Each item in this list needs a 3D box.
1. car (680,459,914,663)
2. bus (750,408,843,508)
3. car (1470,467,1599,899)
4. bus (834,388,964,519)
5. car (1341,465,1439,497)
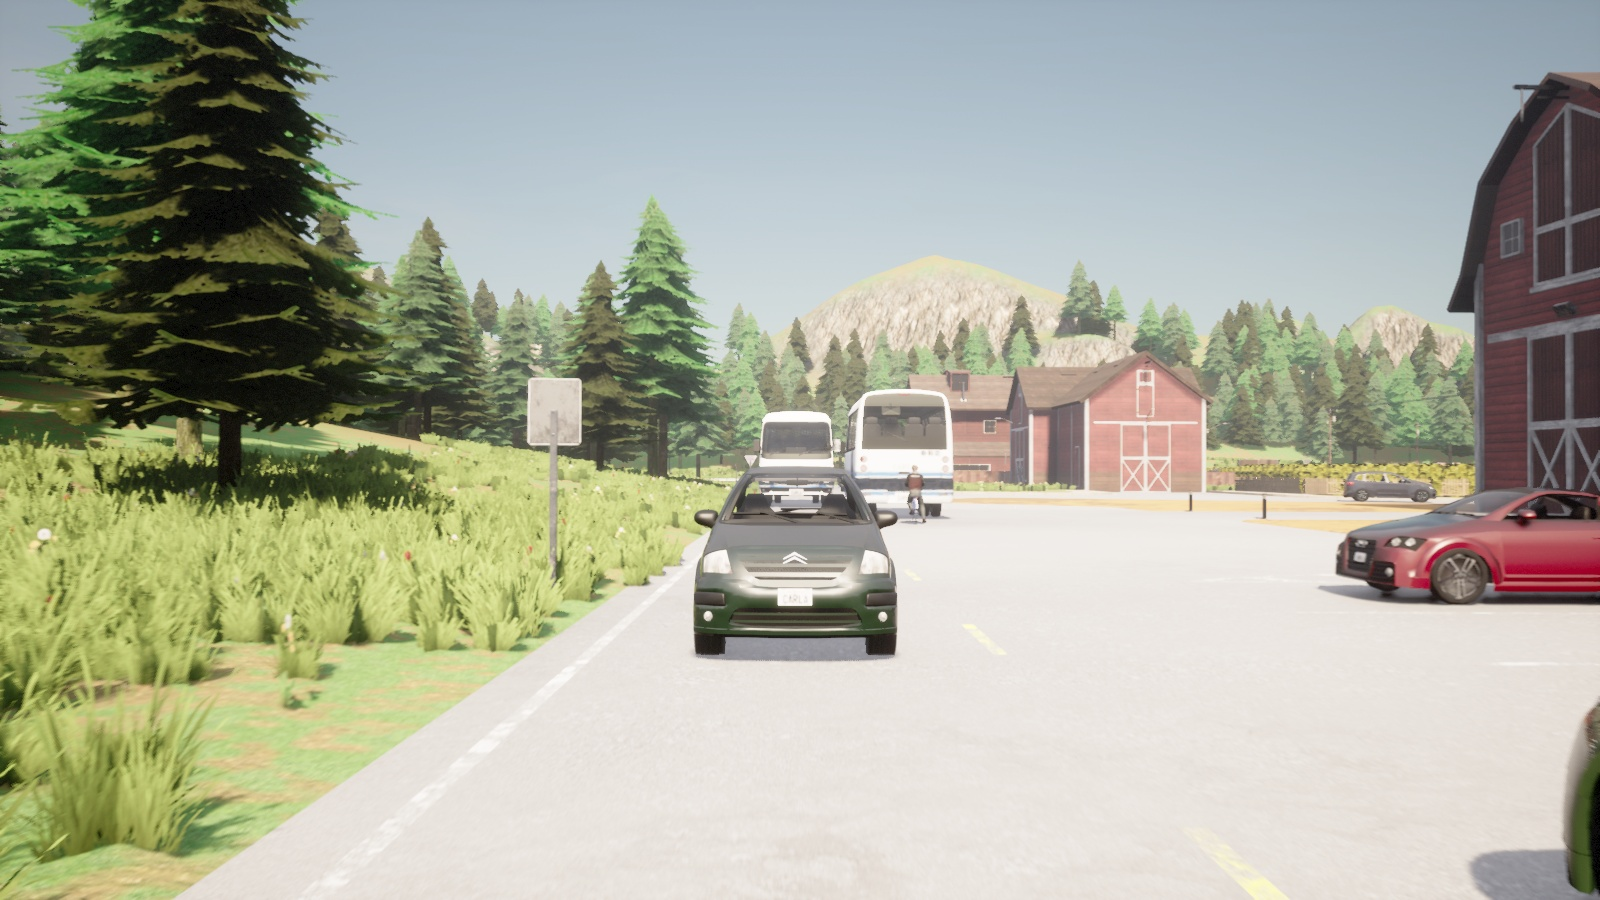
[{"bbox_3d":[-0.030,0.913,11.969,1.851,1.617,3.988,0,-1,0],"label":"car"},{"bbox_3d":[-0.147,0.417,58.436,3.944,4.253,10.273,0,-1,0],"label":"bus"},{"bbox_3d":[3.494,0.787,2.386,2.007,1.525,4.514,0,-1,0],"label":"car"},{"bbox_3d":[3.383,0.199,46.258,3.944,4.253,10.273,0,-1,0],"label":"bus"},{"bbox_3d":[32.026,1.662,68.291,4.611,1.667,2.242,0,-1,19],"label":"car"}]
